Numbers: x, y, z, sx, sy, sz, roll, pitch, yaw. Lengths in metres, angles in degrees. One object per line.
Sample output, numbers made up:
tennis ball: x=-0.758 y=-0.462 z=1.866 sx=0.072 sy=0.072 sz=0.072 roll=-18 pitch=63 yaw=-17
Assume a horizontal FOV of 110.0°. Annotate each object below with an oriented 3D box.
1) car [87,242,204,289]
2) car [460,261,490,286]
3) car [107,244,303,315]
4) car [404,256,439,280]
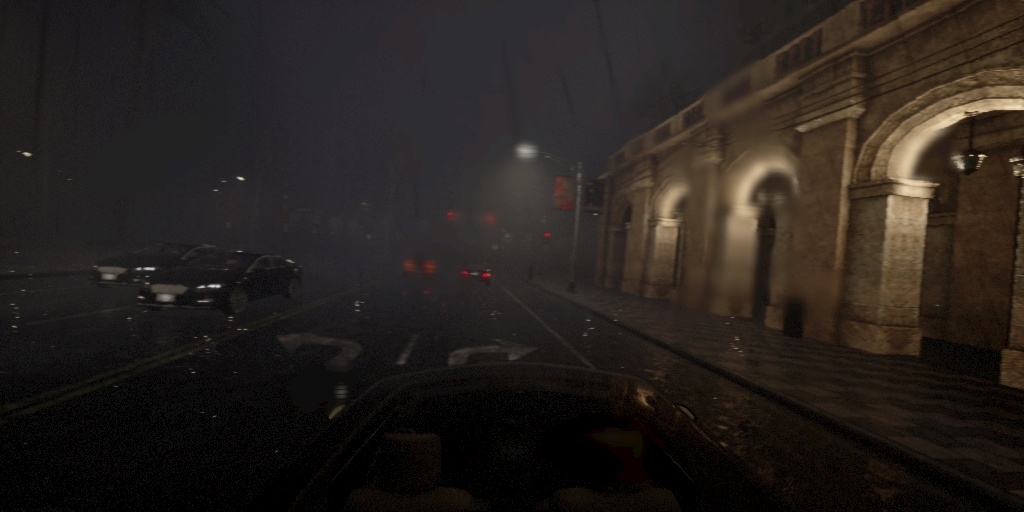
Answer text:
car: x=-11.610 y=0.297 z=12.496 sx=2.128 sy=1.511 sz=4.902 roll=5 pitch=0 yaw=-8
car: x=-2.405 y=1.067 z=23.318 sx=2.033 sy=1.411 sz=5.357 roll=5 pitch=0 yaw=-7
car: x=-7.727 y=0.610 z=10.129 sx=2.128 sy=1.511 sz=4.902 roll=5 pitch=0 yaw=-7
car: x=-6.078 y=0.751 z=24.475 sx=1.812 sy=1.442 sz=4.674 roll=5 pitch=0 yaw=-8
